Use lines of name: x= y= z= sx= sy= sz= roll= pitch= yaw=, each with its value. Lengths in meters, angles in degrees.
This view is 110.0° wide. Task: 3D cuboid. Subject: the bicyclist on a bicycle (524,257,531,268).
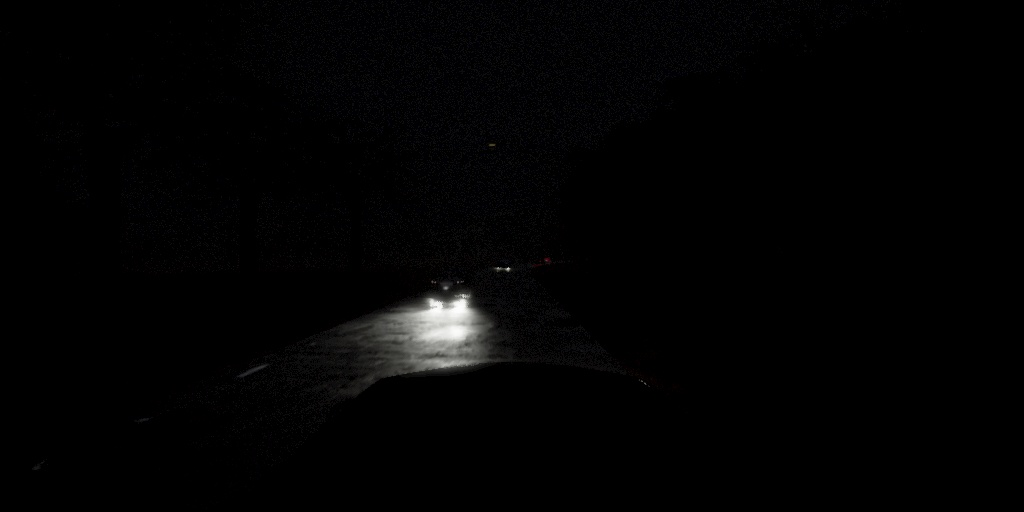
bicyclist on a bicycle: x=2.121 y=1.056 z=55.364 sx=0.659 sy=1.776 sz=1.843 roll=0 pitch=0 yaw=7

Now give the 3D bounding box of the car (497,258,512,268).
car: x=-1.193 y=1.143 z=59.765 sx=1.882 sy=1.535 sz=5.008 roll=0 pitch=0 yaw=9

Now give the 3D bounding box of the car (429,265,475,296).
car: x=-3.092 y=1.231 z=19.234 sx=2.128 sy=1.511 sz=4.902 roll=0 pitch=0 yaw=0

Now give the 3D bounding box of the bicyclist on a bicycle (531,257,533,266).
bicyclist on a bicycle: x=3.463 y=1.026 z=64.115 sx=0.659 sy=1.776 sz=1.843 roll=0 pitch=1 yaw=10
